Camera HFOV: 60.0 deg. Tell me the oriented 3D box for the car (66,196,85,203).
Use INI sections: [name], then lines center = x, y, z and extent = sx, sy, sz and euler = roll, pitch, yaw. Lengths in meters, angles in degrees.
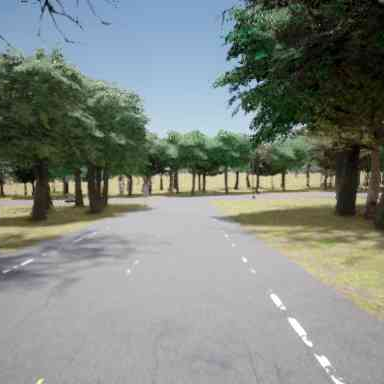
[car]
center = -30.495, 1.926, 86.777
extent = 4.553, 1.767, 2.097
euler = -1, 3, 0
